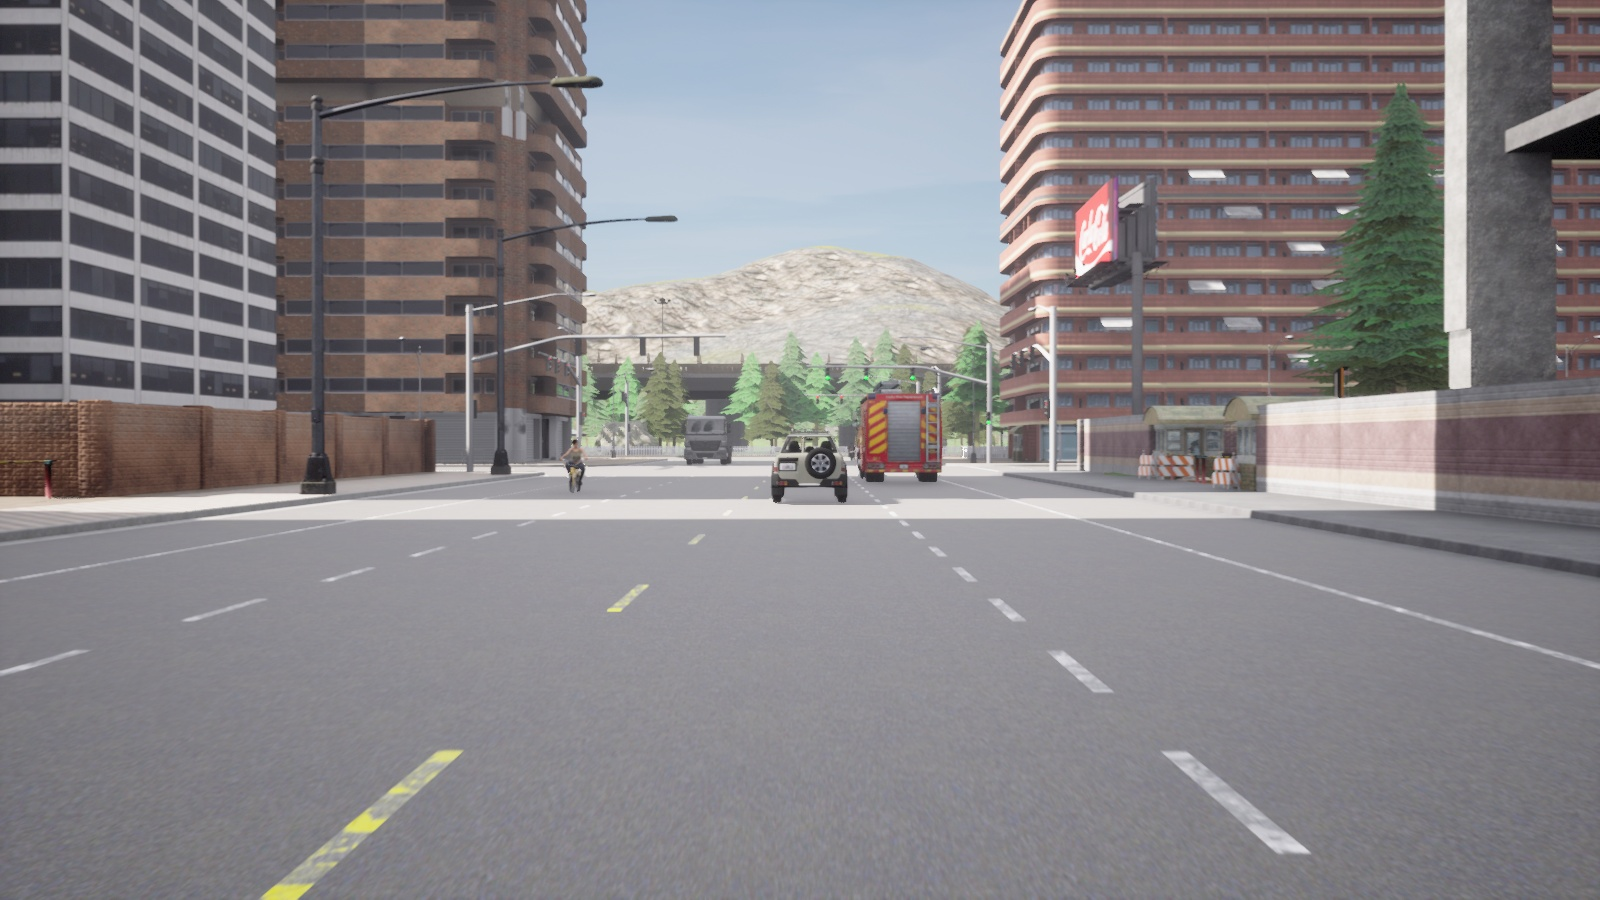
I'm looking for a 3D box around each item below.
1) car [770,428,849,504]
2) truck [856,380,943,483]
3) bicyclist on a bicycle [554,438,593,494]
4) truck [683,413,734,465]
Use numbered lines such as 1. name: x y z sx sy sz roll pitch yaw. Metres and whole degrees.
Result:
1. car: 0.250 0.378 32.834 1.932 1.855 4.605 0 0 0
2. truck: 3.883 -0.701 50.810 2.891 3.827 8.468 0 0 0
3. bicyclist on a bicycle: -6.712 0.467 37.273 0.866 1.612 1.509 0 0 1
4. truck: -6.344 -0.738 88.165 2.891 3.462 7.936 0 0 0
